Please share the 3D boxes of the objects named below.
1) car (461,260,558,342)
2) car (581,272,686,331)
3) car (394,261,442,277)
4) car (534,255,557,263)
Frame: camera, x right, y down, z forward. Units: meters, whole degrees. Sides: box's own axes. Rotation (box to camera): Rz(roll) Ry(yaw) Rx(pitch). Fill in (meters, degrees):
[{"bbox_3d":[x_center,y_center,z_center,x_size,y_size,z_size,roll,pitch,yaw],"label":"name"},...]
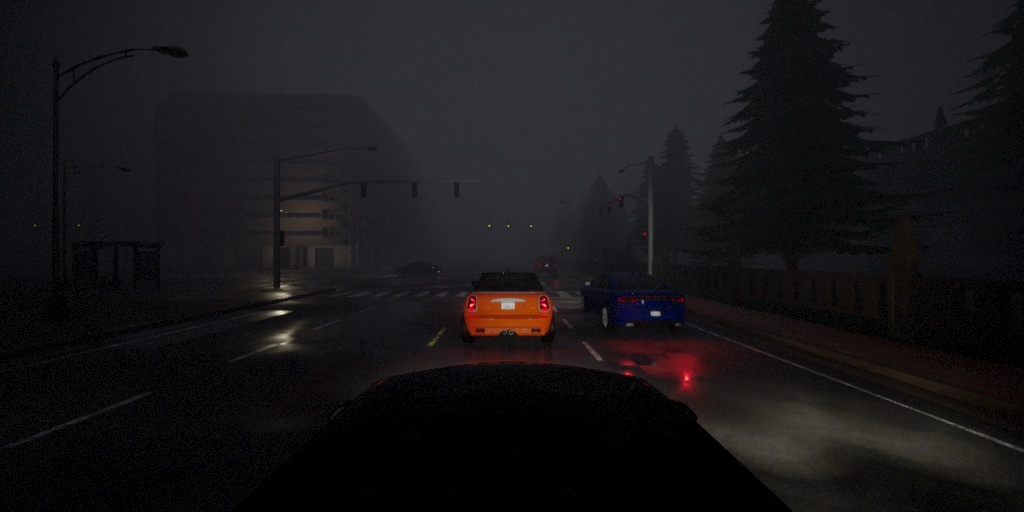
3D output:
[{"bbox_3d":[-0.083,1.100,9.878,2.097,1.767,4.553,0,0,0],"label":"car"},{"bbox_3d":[3.416,1.225,11.023,1.882,1.535,5.008,0,0,0],"label":"car"},{"bbox_3d":[-9.257,1.284,35.174,4.892,1.490,1.837,0,-1,23],"label":"car"},{"bbox_3d":[3.100,0.961,34.700,2.150,2.045,5.566,0,0,-1],"label":"car"}]
